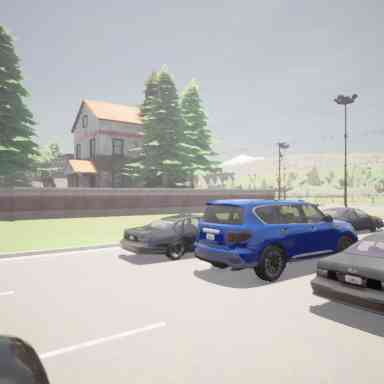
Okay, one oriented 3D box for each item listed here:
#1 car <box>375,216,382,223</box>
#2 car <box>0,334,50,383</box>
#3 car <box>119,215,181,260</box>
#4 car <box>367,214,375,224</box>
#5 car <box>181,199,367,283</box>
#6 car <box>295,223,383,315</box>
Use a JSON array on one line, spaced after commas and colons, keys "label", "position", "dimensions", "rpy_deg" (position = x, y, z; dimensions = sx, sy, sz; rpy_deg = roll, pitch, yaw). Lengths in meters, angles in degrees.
[{"label": "car", "position": [11.031, 1.512, 15.922], "dimensions": [4.892, 1.490, 1.837], "rpy_deg": [0, 0, -36]}, {"label": "car", "position": [-2.921, 1.563, 1.792], "dimensions": [4.181, 1.385, 1.994], "rpy_deg": [0, 0, -34]}, {"label": "car", "position": [0.059, 1.550, 12.392], "dimensions": [5.357, 1.411, 2.033], "rpy_deg": [0, 0, -35]}, {"label": "car", "position": [8.455, 1.554, 18.384], "dimensions": [5.357, 1.411, 2.033], "rpy_deg": [0, 0, -35]}, {"label": "car", "position": [2.653, 1.224, 9.946], "dimensions": [5.566, 2.045, 2.150], "rpy_deg": [0, 0, -35]}, {"label": "car", "position": [4.801, 1.550, 7.178], "dimensions": [5.357, 1.411, 2.033], "rpy_deg": [0, 0, -36]}]
